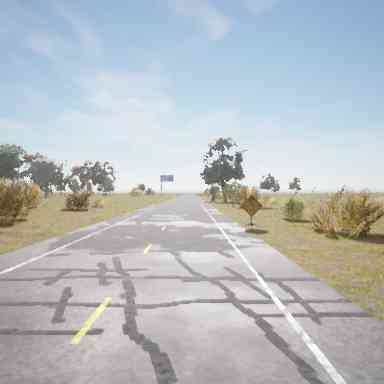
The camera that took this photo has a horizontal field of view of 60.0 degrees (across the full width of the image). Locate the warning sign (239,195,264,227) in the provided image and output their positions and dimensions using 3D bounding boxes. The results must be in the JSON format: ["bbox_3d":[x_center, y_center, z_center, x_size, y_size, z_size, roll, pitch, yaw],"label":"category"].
[{"bbox_3d":[3.547,1.116,19.865,1.300,1.860,1.060,0,0,0],"label":"warning sign"}]
